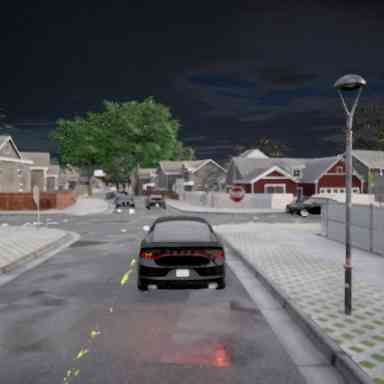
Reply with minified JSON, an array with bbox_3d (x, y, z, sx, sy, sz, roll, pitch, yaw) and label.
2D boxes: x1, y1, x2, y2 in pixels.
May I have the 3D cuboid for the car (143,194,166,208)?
[{"bbox_3d":[-3.884,0.980,34.580,1.837,1.490,4.892,0,1,-12],"label":"car"}]

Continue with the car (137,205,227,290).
[{"bbox_3d":[-0.297,1.342,8.735,1.882,1.535,5.008,0,1,-3],"label":"car"}]

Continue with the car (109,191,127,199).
[{"bbox_3d":[-9.896,0.868,46.138,2.033,1.411,5.357,-1,1,-17],"label":"car"}]

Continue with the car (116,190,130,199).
[{"bbox_3d":[-13.520,0.503,64.867,1.882,1.535,5.008,-1,1,-20],"label":"car"}]

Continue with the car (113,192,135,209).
[{"bbox_3d":[-7.244,1.031,36.102,1.994,1.385,4.181,0,1,-13],"label":"car"}]

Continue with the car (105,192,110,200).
[{"bbox_3d":[-14.362,0.674,59.395,2.033,1.411,5.357,-1,1,-20],"label":"car"}]

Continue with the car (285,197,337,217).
[{"bbox_3d":[10.062,1.177,27.155,5.008,1.535,1.882,1,2,-15],"label":"car"}]
